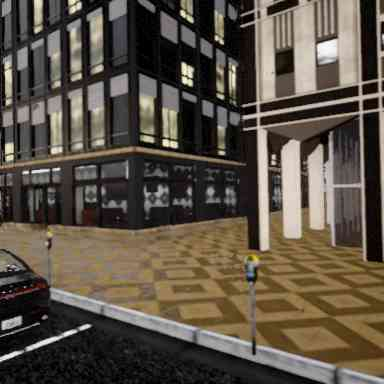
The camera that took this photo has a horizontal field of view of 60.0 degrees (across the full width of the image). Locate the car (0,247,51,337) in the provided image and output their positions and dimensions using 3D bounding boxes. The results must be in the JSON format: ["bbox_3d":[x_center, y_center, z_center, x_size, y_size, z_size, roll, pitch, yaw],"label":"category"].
[{"bbox_3d":[-4.295,1.629,5.948,4.403,1.369,2.008,-1,-1,36],"label":"car"}]
